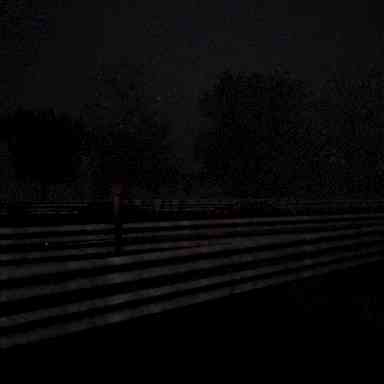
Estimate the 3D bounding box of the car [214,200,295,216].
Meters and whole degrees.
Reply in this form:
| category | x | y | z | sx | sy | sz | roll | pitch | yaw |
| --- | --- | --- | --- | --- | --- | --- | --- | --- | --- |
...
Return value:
| category | x | y | z | sx | sy | sz | roll | pitch | yaw |
| --- | --- | --- | --- | --- | --- | --- | --- | --- | --- |
| car | 3.694 | 1.243 | 19.116 | 5.008 | 1.535 | 1.882 | 0 | 0 | -26 |

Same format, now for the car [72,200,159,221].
| category | x | y | z | sx | sy | sz | roll | pitch | yaw |
| --- | --- | --- | --- | --- | --- | --- | --- | --- | --- |
| car | -4.305 | 1.255 | 19.107 | 4.892 | 1.490 | 1.837 | 0 | 0 | -26 |

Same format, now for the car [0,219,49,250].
| category | x | y | z | sx | sy | sz | roll | pitch | yaw |
| --- | --- | --- | --- | --- | --- | --- | --- | --- | --- |
| car | -6.621 | 1.302 | 10.117 | 4.181 | 1.385 | 1.994 | 0 | 0 | -27 |
